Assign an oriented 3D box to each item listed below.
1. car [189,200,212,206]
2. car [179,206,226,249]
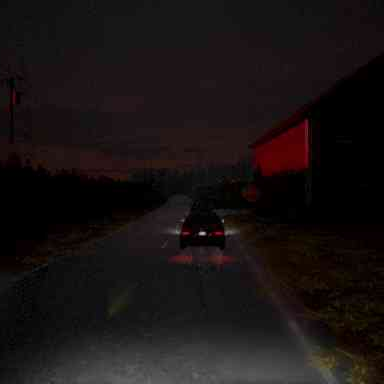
[{"bbox_3d":[0.801,1.492,29.589,2.128,1.511,4.902,0,0,0],"label":"car"},{"bbox_3d":[0.468,1.560,14.544,2.033,1.411,5.357,0,0,2],"label":"car"}]
